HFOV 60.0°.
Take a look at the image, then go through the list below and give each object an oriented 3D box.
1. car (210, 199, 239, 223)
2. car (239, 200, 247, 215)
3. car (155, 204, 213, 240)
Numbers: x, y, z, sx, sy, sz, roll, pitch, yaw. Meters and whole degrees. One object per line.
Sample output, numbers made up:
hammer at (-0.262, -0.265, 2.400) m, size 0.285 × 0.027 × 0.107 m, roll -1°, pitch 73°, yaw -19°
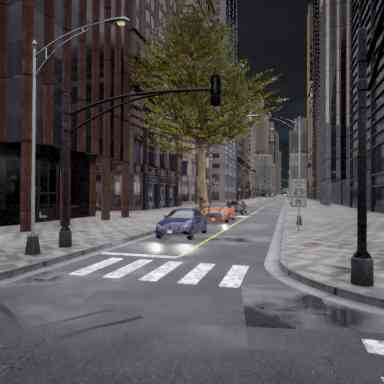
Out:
car at (2.229, 1.499, 27.240) m, size 2.097 × 1.767 × 4.553 m, roll 0°, pitch 0°, yaw 16°
car at (5.061, 1.719, 37.197) m, size 1.837 × 1.490 × 4.892 m, roll 0°, pitch 0°, yaw 16°
car at (-0.415, 1.619, 17.922) m, size 1.812 × 1.442 × 4.674 m, roll 0°, pitch 0°, yaw 16°
